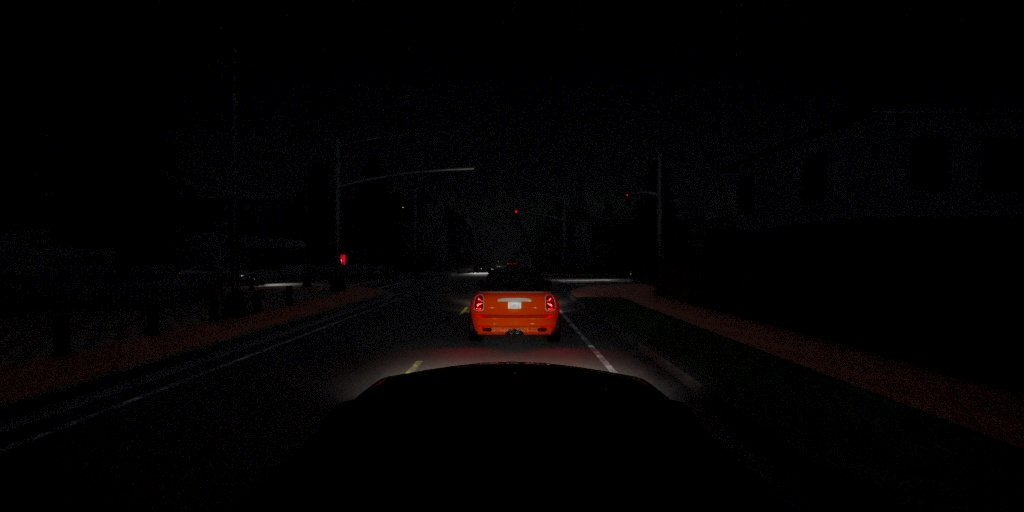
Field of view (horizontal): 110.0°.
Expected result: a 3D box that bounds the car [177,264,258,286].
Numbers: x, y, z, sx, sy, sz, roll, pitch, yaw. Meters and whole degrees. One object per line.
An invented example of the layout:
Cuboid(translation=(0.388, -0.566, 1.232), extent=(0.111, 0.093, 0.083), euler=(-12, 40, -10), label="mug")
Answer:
Cuboid(translation=(-20.010, 1.291, 24.465), extent=(4.674, 1.442, 1.812), euler=(0, 0, -2), label="car")

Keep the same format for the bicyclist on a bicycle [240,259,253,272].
Cuboid(translation=(-23.575, 1.066, 31.823), extent=(0.582, 1.620, 1.656), euler=(0, 0, -2), label="bicyclist on a bicycle")

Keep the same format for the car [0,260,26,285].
Cuboid(translation=(-36.360, 1.242, 23.992), extent=(5.008, 1.535, 1.882), euler=(0, 0, -1), label="car")

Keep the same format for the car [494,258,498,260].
Cuboid(translation=(-3.617, 1.313, 57.776), extent=(1.994, 1.385, 4.181), euler=(0, 0, 0), label="car")

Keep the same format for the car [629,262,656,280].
Cuboid(translation=(12.341, 1.222, 30.127), extent=(4.902, 1.511, 2.128), euler=(0, 0, -6), label="car")

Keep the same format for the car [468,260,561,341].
Cuboid(translation=(0.067, 1.102, 9.977), extent=(2.097, 1.767, 4.553), euler=(0, 0, 0), label="car")

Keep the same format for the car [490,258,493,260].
Cuboid(translation=(-3.619, 1.313, 44.326), extent=(1.994, 1.385, 4.181), euler=(0, 0, 0), label="car")
